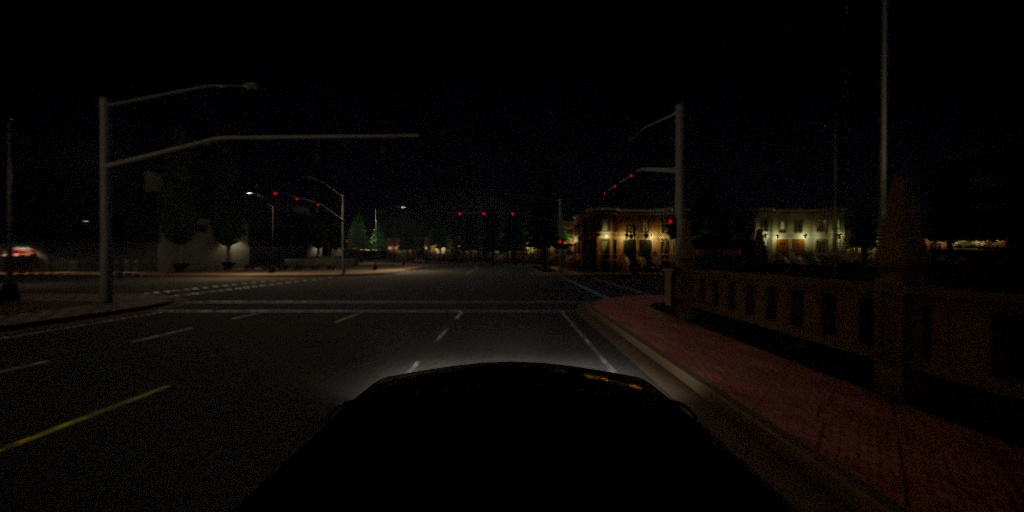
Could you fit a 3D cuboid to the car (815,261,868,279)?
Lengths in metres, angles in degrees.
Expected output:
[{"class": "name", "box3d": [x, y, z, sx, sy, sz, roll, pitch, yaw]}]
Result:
[{"class": "car", "box3d": [27.624, 1.170, 30.154, 4.892, 1.490, 1.837, 1, 0, 0]}]
